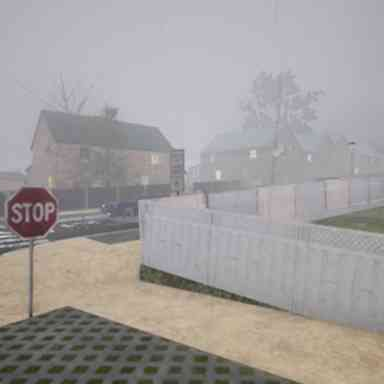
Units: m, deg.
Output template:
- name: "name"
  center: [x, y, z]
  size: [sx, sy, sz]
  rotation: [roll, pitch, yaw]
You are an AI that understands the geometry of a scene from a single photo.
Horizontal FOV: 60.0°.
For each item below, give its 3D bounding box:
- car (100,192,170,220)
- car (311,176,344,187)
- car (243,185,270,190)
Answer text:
- name: "car"
  center: [-2.646, 0.705, 18.650]
  size: [4.718, 1.301, 1.895]
  rotation: [-4, 3, -40]
- name: "car"
  center: [12.495, -0.648, 31.456]
  size: [4.553, 1.767, 2.097]
  rotation: [-4, 3, -42]
- name: "car"
  center: [4.625, 0.175, 24.805]
  size: [4.718, 1.301, 1.895]
  rotation: [-4, 3, -40]
